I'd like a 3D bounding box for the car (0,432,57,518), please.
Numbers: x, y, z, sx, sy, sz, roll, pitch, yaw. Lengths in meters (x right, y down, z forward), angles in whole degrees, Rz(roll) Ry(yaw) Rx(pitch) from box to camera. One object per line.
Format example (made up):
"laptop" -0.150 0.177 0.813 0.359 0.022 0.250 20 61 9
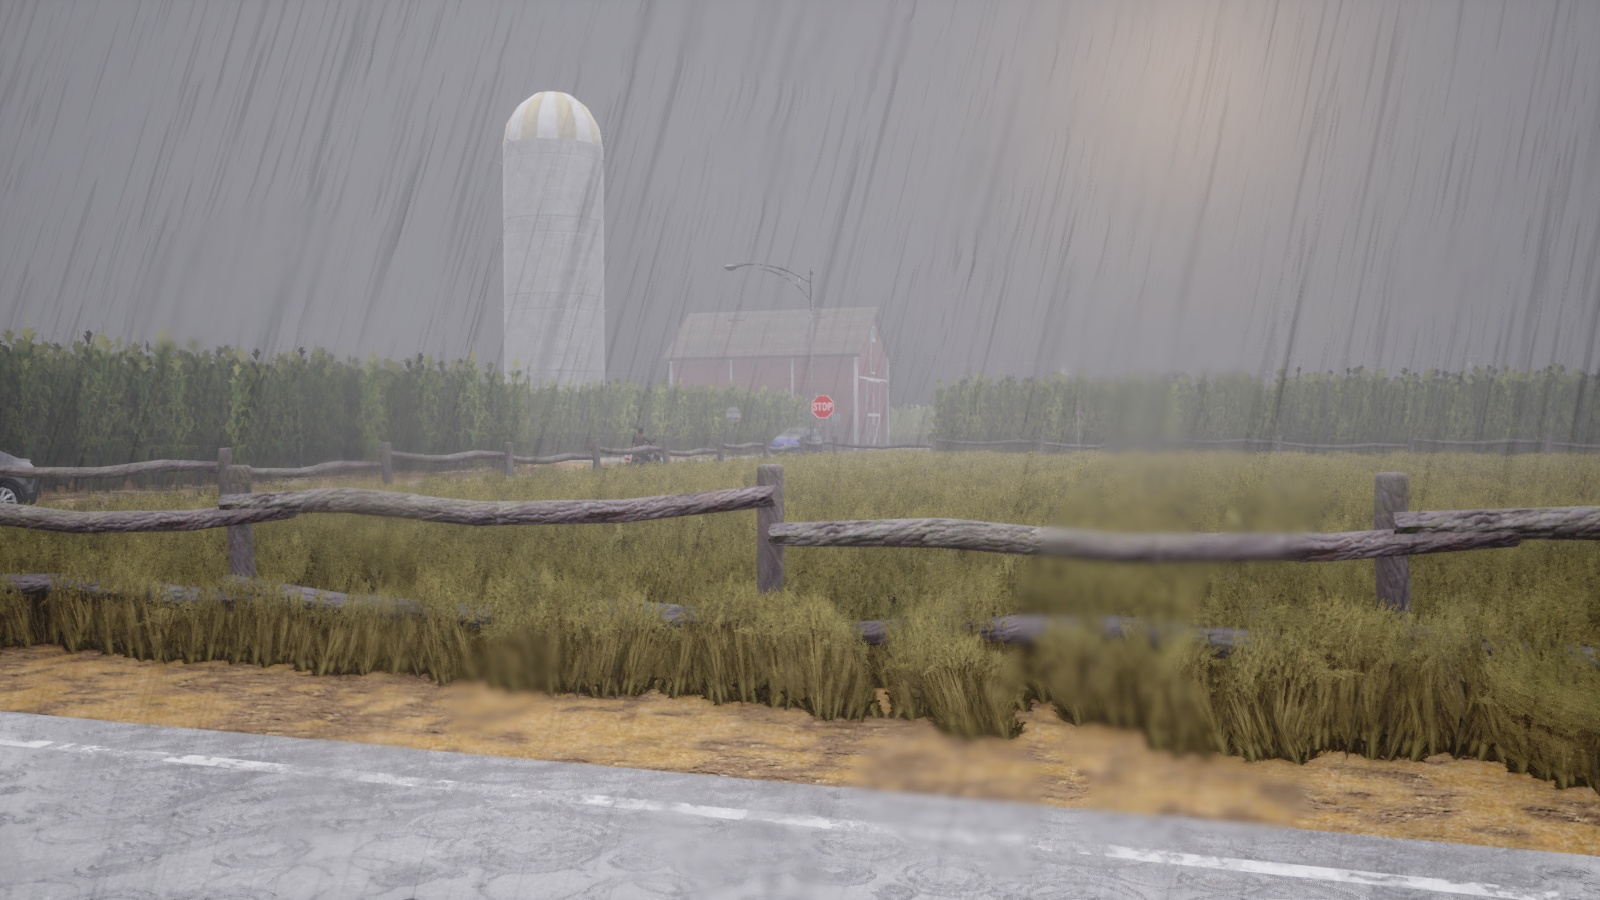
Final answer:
"car" -15.187 0.441 20.839 1.837 1.490 4.892 1 1 19

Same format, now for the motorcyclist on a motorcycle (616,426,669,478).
"motorcyclist on a motorcycle" -5.101 0.033 40.960 0.766 1.649 2.350 1 1 19

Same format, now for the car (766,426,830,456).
"car" -0.043 -0.492 65.564 2.007 1.525 4.514 1 1 19
